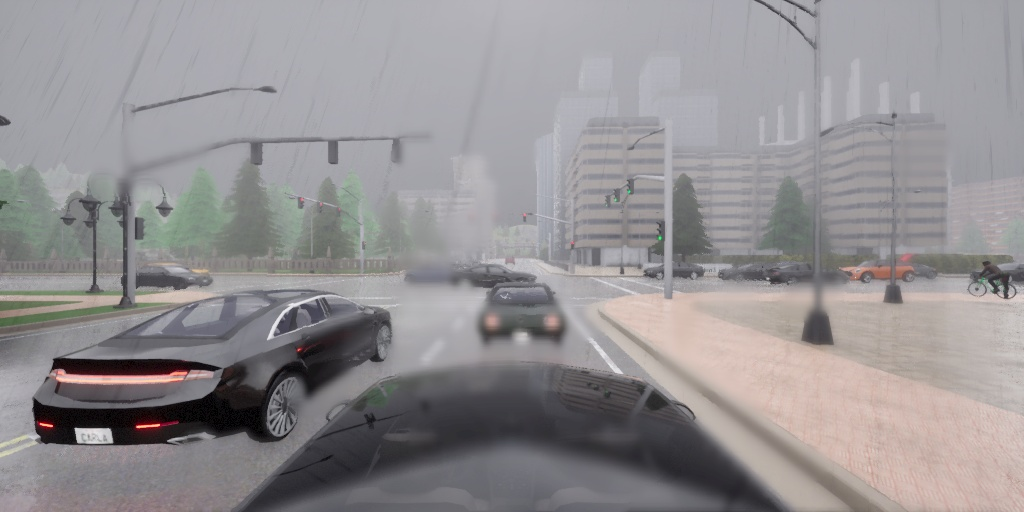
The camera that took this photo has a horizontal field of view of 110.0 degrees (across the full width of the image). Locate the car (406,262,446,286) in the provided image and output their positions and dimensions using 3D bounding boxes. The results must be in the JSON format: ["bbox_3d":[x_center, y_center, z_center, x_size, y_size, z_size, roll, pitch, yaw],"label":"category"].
[{"bbox_3d":[-5.076,1.314,24.498,4.181,1.385,1.994,0,0,2],"label":"car"}]

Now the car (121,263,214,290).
[{"bbox_3d":[-20.624,1.276,21.520,4.674,1.442,1.812,0,0,2],"label":"car"}]

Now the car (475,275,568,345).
[{"bbox_3d":[0.260,1.351,9.480,1.895,1.301,4.718,0,0,1],"label":"car"}]

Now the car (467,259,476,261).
[{"bbox_3d":[-8.175,1.255,64.176,1.837,1.490,4.892,0,0,2],"label":"car"}]

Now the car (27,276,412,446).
[{"bbox_3d":[-3.331,1.242,5.327,2.128,1.511,4.902,0,0,1],"label":"car"}]

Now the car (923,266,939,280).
[{"bbox_3d":[33.255,1.314,30.445,4.181,1.385,1.994,0,0,1],"label":"car"}]

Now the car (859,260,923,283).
[{"bbox_3d":[27.407,1.102,27.135,4.553,1.767,2.097,0,0,2],"label":"car"}]

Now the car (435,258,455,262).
[{"bbox_3d":[-8.879,1.241,44.311,2.128,1.511,4.902,0,0,2],"label":"car"}]

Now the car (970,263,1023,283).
[{"bbox_3d":[37.522,1.228,26.792,5.008,1.535,1.882,0,0,2],"label":"car"}]

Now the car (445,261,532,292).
[{"bbox_3d":[-1.060,1.227,20.863,5.008,1.535,1.882,0,0,2],"label":"car"}]

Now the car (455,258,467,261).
[{"bbox_3d":[-8.546,1.102,54.039,2.097,1.767,4.553,0,0,2],"label":"car"}]

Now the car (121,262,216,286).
[{"bbox_3d":[-23.948,1.227,25.119,5.008,1.535,1.882,0,0,2],"label":"car"}]

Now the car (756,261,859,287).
[{"bbox_3d":[19.394,1.255,23.696,4.892,1.490,1.837,0,0,2],"label":"car"}]

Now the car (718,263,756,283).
[{"bbox_3d":[18.474,1.255,27.430,4.892,1.490,1.837,0,0,2],"label":"car"}]

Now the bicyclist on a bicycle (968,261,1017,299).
[{"bbox_3d":[21.176,1.051,15.851,0.582,1.620,1.656,0,0,2],"label":"bicyclist on a bicycle"}]

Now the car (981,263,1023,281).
[{"bbox_3d":[43.467,1.297,30.081,5.357,1.411,2.033,0,0,2],"label":"car"}]

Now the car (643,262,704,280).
[{"bbox_3d":[13.952,1.255,31.079,4.892,1.490,1.837,0,0,2],"label":"car"}]
